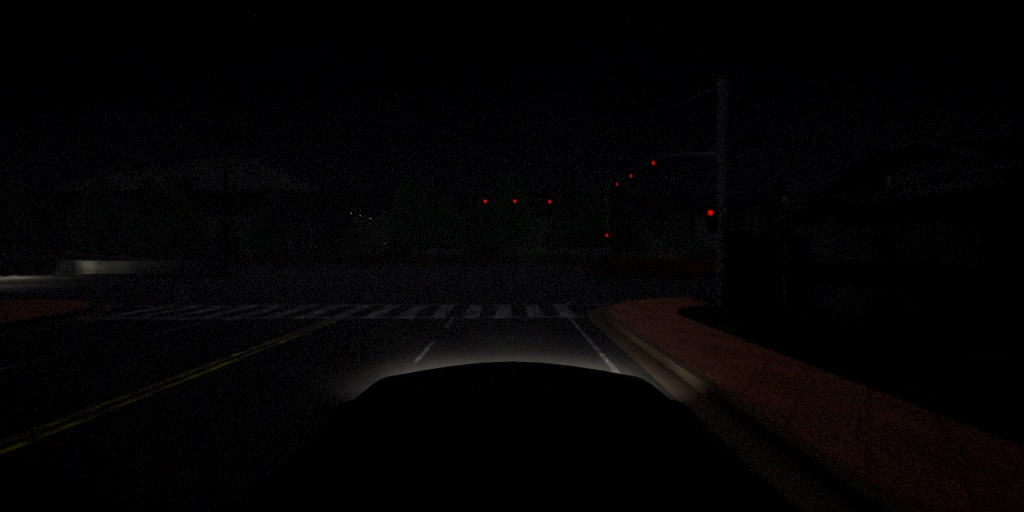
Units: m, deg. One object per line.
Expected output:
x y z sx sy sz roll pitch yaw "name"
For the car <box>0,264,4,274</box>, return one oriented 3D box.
-40.098 0.519 25.889 4.553 1.767 2.097 3 1 -1 "car"
